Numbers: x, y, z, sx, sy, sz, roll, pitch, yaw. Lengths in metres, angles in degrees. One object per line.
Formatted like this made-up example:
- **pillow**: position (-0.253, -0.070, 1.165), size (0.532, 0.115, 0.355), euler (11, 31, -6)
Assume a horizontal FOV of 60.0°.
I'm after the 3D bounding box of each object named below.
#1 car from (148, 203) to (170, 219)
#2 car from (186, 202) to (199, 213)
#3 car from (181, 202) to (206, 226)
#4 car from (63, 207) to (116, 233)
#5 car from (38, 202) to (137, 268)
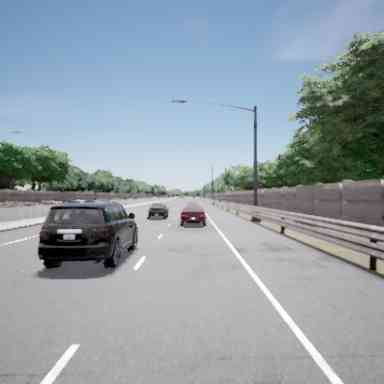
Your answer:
- **car**: position (-3.406, 1.934, 34.396), size (1.837, 1.490, 4.892), euler (0, 0, 0)
- **car**: position (0.092, 2.119, 47.133), size (1.812, 1.442, 4.674), euler (0, -1, 0)
- **car**: position (0.096, 1.808, 26.826), size (1.882, 1.535, 5.008), euler (0, -1, 0)
- **car**: position (-6.906, 1.831, 23.123), size (2.033, 1.411, 5.357), euler (0, -1, 0)
- **car**: position (-3.403, 1.367, 11.908), size (2.150, 2.045, 5.566), euler (0, -1, 0)
